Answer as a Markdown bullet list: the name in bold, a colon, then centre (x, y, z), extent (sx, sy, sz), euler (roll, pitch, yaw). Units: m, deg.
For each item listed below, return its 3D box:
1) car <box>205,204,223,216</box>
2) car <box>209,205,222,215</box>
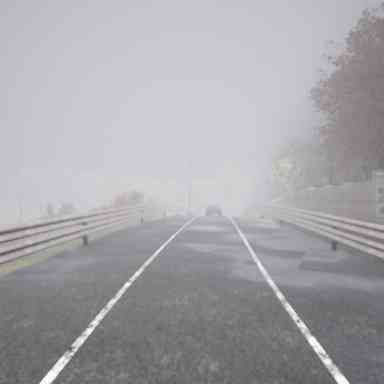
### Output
- **car**: centre (2.624, 2.168, 40.344), extent (2.128, 1.511, 4.902), euler (0, -3, 5)
- **car**: centre (3.696, 2.864, 51.358), extent (1.812, 1.442, 4.674), euler (0, -4, 7)
